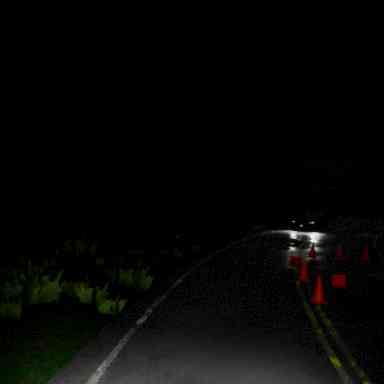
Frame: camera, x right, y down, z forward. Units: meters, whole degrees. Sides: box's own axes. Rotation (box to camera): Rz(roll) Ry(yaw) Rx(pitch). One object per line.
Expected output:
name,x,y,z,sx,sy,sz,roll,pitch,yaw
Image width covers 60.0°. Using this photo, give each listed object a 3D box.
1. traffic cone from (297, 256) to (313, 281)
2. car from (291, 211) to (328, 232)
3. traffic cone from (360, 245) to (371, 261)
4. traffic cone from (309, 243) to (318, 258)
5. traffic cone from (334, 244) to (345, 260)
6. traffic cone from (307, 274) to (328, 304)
traffic cone,3.201,2.215,9.508,0.340,0.580,0.340,2,0,9
car,9.221,2.217,25.771,1.812,1.442,4.674,0,-2,36
traffic cone,6.801,2.378,12.972,0.340,0.580,0.340,2,0,9
traffic cone,4.836,2.315,13.295,0.340,0.580,0.340,2,0,9
traffic cone,5.818,2.347,13.134,0.340,0.580,0.340,2,0,9
traffic cone,2.876,2.179,7.535,0.340,0.580,0.340,3,0,9
